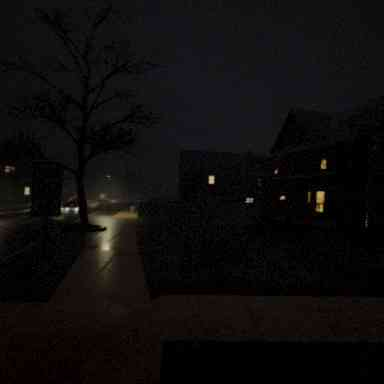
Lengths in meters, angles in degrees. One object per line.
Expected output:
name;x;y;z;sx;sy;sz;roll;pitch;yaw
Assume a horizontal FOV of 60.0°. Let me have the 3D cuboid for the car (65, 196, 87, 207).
car;-15.508;1.300;44.930;2.033;1.411;5.357;3;0;-6
